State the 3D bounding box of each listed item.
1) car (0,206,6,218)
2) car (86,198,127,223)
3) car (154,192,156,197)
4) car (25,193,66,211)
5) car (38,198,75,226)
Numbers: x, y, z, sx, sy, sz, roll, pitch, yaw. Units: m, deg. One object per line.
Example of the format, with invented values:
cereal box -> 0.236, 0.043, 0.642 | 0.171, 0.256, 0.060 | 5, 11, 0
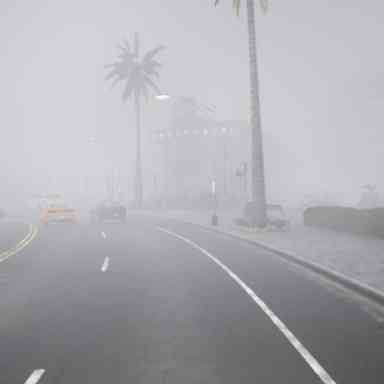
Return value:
car -> -17.501, 1.512, 28.516 | 2.033, 1.411, 5.357 | 0, 0, -41
car -> -6.470, 1.436, 25.165 | 1.882, 1.535, 5.008 | 0, 0, -29
car -> -6.914, 1.293, 67.910 | 4.674, 1.452, 2.002 | 0, 0, 27
car -> -17.014, 1.168, 37.934 | 5.566, 2.045, 2.150 | 0, 0, 42
car -> -9.517, 1.442, 23.488 | 1.882, 1.535, 5.008 | 0, 0, -28
